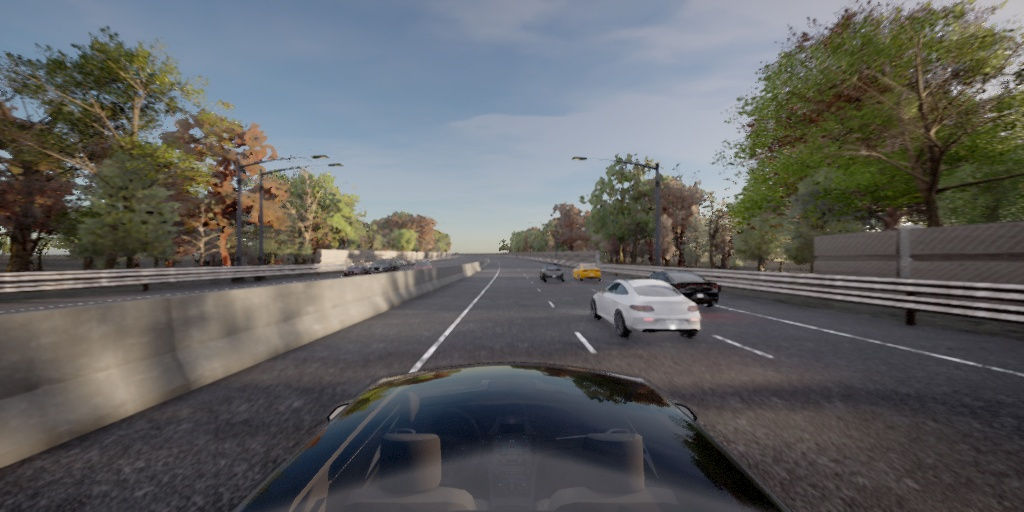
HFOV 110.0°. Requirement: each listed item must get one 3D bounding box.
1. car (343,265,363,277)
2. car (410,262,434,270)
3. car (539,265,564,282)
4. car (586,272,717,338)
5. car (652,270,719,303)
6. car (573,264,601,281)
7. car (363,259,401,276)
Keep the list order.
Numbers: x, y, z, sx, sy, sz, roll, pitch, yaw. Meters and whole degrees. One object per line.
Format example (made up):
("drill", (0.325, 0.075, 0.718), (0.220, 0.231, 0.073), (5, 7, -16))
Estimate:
("car", (-17.717, 1.678, 41.429), (1.994, 1.385, 4.181), (0, 0, 0))
("car", (-10.735, 1.474, 42.933), (2.097, 1.767, 4.553), (0, 0, -1))
("car", (3.549, 1.531, 32.556), (2.128, 1.511, 4.902), (0, -1, 0))
("car", (3.598, 1.357, 10.333), (1.812, 1.442, 4.674), (0, -1, 0))
("car", (7.097, 1.362, 15.994), (1.882, 1.535, 5.008), (0, 0, 0))
("car", (7.038, 1.532, 34.140), (1.882, 1.535, 5.008), (0, -1, 0))
("car", (-14.210, 1.327, 40.249), (2.150, 2.045, 5.566), (0, 0, -1))
